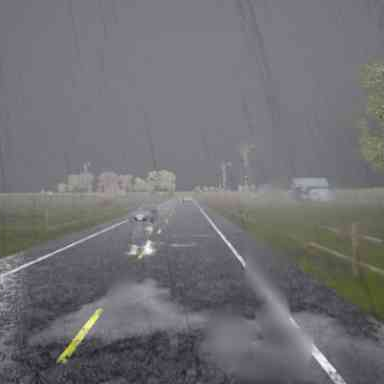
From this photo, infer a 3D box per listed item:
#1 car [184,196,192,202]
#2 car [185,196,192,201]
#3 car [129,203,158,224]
[{"bbox_3d":[-0.979,1.984,85.015,1.895,1.301,4.718,-1,0,-1],"label":"car"},{"bbox_3d":[-1.099,1.867,94.989,1.994,1.385,4.181,-1,0,-1],"label":"car"},{"bbox_3d":[-3.786,1.656,26.466,2.128,1.511,4.902,-1,0,-1],"label":"car"}]
